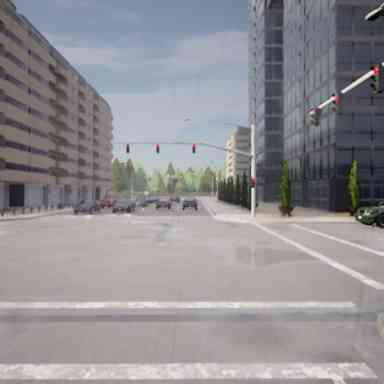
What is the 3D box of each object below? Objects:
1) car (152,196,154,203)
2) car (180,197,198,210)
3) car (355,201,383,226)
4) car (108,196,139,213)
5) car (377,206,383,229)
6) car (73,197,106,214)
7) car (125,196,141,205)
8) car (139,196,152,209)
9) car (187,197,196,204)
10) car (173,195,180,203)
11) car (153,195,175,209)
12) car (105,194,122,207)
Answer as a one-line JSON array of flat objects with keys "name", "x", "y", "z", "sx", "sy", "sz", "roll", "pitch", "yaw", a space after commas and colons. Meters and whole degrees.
[{"name": "car", "x": -7.189, "y": 1.518, "z": 62.566, "sx": 1.882, "sy": 1.535, "sz": 5.008, "roll": 0, "pitch": 0, "yaw": 1}, {"name": "car", "x": -0.230, "y": 1.533, "z": 44.205, "sx": 1.837, "sy": 1.490, "sz": 4.892, "roll": 0, "pitch": 0, "yaw": 0}, {"name": "car", "x": 13.676, "y": 1.290, "z": 21.580, "sx": 5.566, "sy": 2.045, "sz": 2.150, "roll": 0, "pitch": 0, "yaw": 0}, {"name": "car", "x": -7.458, "y": 1.529, "z": 36.754, "sx": 1.837, "sy": 1.490, "sz": 4.892, "roll": 0, "pitch": 0, "yaw": 0}, {"name": "car", "x": 12.827, "y": 1.631, "z": 18.082, "sx": 4.181, "sy": 1.385, "sz": 1.994, "roll": 0, "pitch": 0, "yaw": 0}, {"name": "car", "x": -10.954, "y": 1.528, "z": 35.127, "sx": 1.837, "sy": 1.490, "sz": 4.892, "roll": 0, "pitch": 0, "yaw": 0}, {"name": "car", "x": -10.717, "y": 1.517, "z": 60.803, "sx": 1.882, "sy": 1.535, "sz": 5.008, "roll": 0, "pitch": 0, "yaw": 1}, {"name": "car", "x": -7.392, "y": 1.522, "z": 47.359, "sx": 2.128, "sy": 1.511, "sz": 4.902, "roll": 0, "pitch": 0, "yaw": 1}, {"name": "car", "x": -0.051, "y": 1.645, "z": 68.190, "sx": 1.895, "sy": 1.301, "sz": 4.718, "roll": 0, "pitch": 0, "yaw": 1}, {"name": "car", "x": -3.529, "y": 1.396, "z": 69.235, "sx": 2.097, "sy": 1.767, "sz": 4.553, "roll": 0, "pitch": 0, "yaw": 1}, {"name": "car", "x": -3.722, "y": 1.555, "z": 45.171, "sx": 1.812, "sy": 1.442, "sz": 4.674, "roll": 0, "pitch": 0, "yaw": 0}, {"name": "car", "x": -10.917, "y": 1.252, "z": 45.691, "sx": 2.150, "sy": 2.045, "sz": 5.566, "roll": 0, "pitch": 0, "yaw": 1}]
